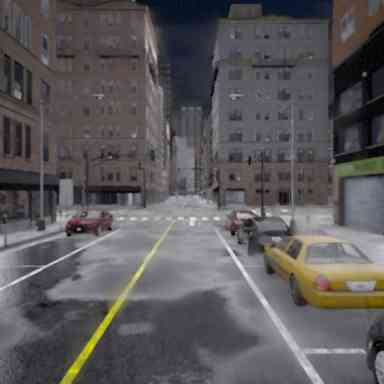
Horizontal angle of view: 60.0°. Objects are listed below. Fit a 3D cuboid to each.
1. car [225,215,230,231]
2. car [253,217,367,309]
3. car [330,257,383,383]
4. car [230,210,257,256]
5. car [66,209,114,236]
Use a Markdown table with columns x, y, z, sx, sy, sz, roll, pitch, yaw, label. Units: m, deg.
| x | y | z | sx | sy | sz | roll | pitch | yaw | label |
| --- | --- | --- | --- | --- | --- | --- | --- | --- | --- |
| 2.863 | 1.676 | 18.946 | 1.802 | 1.307 | 4.206 | -1 | 0 | 0 | car |
| 2.865 | 1.565 | 7.945 | 1.752 | 1.417 | 4.829 | -1 | 0 | 0 | car |
| 2.866 | 1.561 | 2.189 | 2.008 | 1.369 | 4.403 | -1 | 0 | 0 | car |
| 2.864 | 1.632 | 13.361 | 1.947 | 1.339 | 4.313 | -1 | 0 | 0 | car |
| -5.682 | 1.642 | 18.942 | 1.887 | 1.381 | 4.507 | -1 | 0 | 0 | car |
